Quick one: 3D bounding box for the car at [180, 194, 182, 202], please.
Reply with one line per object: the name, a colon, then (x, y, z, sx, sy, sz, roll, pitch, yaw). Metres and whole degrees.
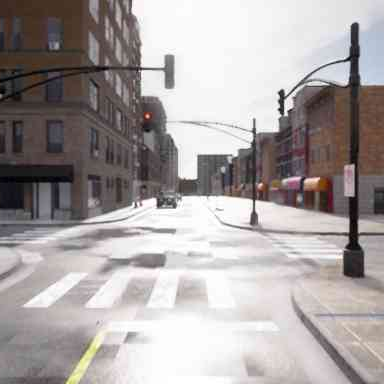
car: (-2.799, 0.911, 60.701, 1.882, 1.535, 5.008, 0, 0, 0)

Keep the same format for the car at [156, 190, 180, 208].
car: (-2.862, 0.783, 38.475, 2.150, 2.045, 5.566, 0, 0, 0)
